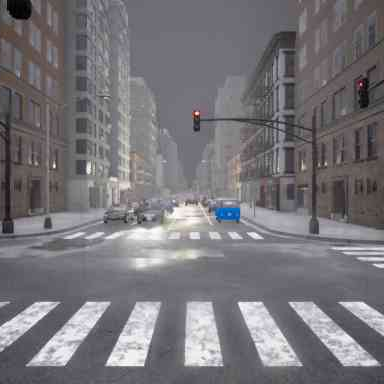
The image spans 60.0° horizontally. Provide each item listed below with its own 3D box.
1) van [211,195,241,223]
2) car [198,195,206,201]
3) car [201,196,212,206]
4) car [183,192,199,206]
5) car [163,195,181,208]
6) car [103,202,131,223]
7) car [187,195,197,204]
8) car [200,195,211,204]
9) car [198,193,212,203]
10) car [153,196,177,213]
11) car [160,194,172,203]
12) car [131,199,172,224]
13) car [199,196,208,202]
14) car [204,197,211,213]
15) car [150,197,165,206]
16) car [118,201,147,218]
[{"bbox_3d":[2.615,1.340,25.016,1.690,1.788,3.998,0,0,0],"label":"van"},{"bbox_3d":[2.564,1.530,87.510,1.947,1.339,4.313,0,0,0],"label":"car"},{"bbox_3d":[2.597,1.576,47.741,1.802,1.307,4.206,0,0,0],"label":"car"},{"bbox_3d":[-0.047,1.341,55.113,2.097,1.767,4.553,0,0,0],"label":"car"},{"bbox_3d":[-2.880,1.558,47.020,1.994,1.385,4.181,0,0,0],"label":"car"},{"bbox_3d":[-5.410,1.549,25.000,2.008,1.369,4.403,0,0,0],"label":"car"},{"bbox_3d":[-0.055,1.459,65.145,1.882,1.535,5.008,0,0,0],"label":"car"},{"bbox_3d":[2.583,1.422,64.785,1.967,1.590,4.097,0,0,0],"label":"car"},{"bbox_3d":[2.593,1.305,53.422,2.192,1.841,5.009,0,0,0],"label":"car"},{"bbox_3d":[-2.879,1.476,34.715,1.882,1.535,5.008,0,0,0],"label":"car"},{"bbox_3d":[-5.447,1.292,70.455,2.192,1.841,5.009,0,0,0],"label":"car"},{"bbox_3d":[-2.858,1.490,24.550,2.128,1.511,4.902,0,0,-1],"label":"car"},{"bbox_3d":[2.574,1.524,76.147,2.008,1.369,4.403,0,0,0],"label":"car"},{"bbox_3d":[2.606,1.580,36.378,1.802,1.307,4.206,0,0,0],"label":"car"},{"bbox_3d":[-5.433,1.556,53.410,1.947,1.339,4.313,0,0,0],"label":"car"},{"bbox_3d":[-5.414,1.543,30.682,1.887,1.381,4.507,0,0,0],"label":"car"}]
